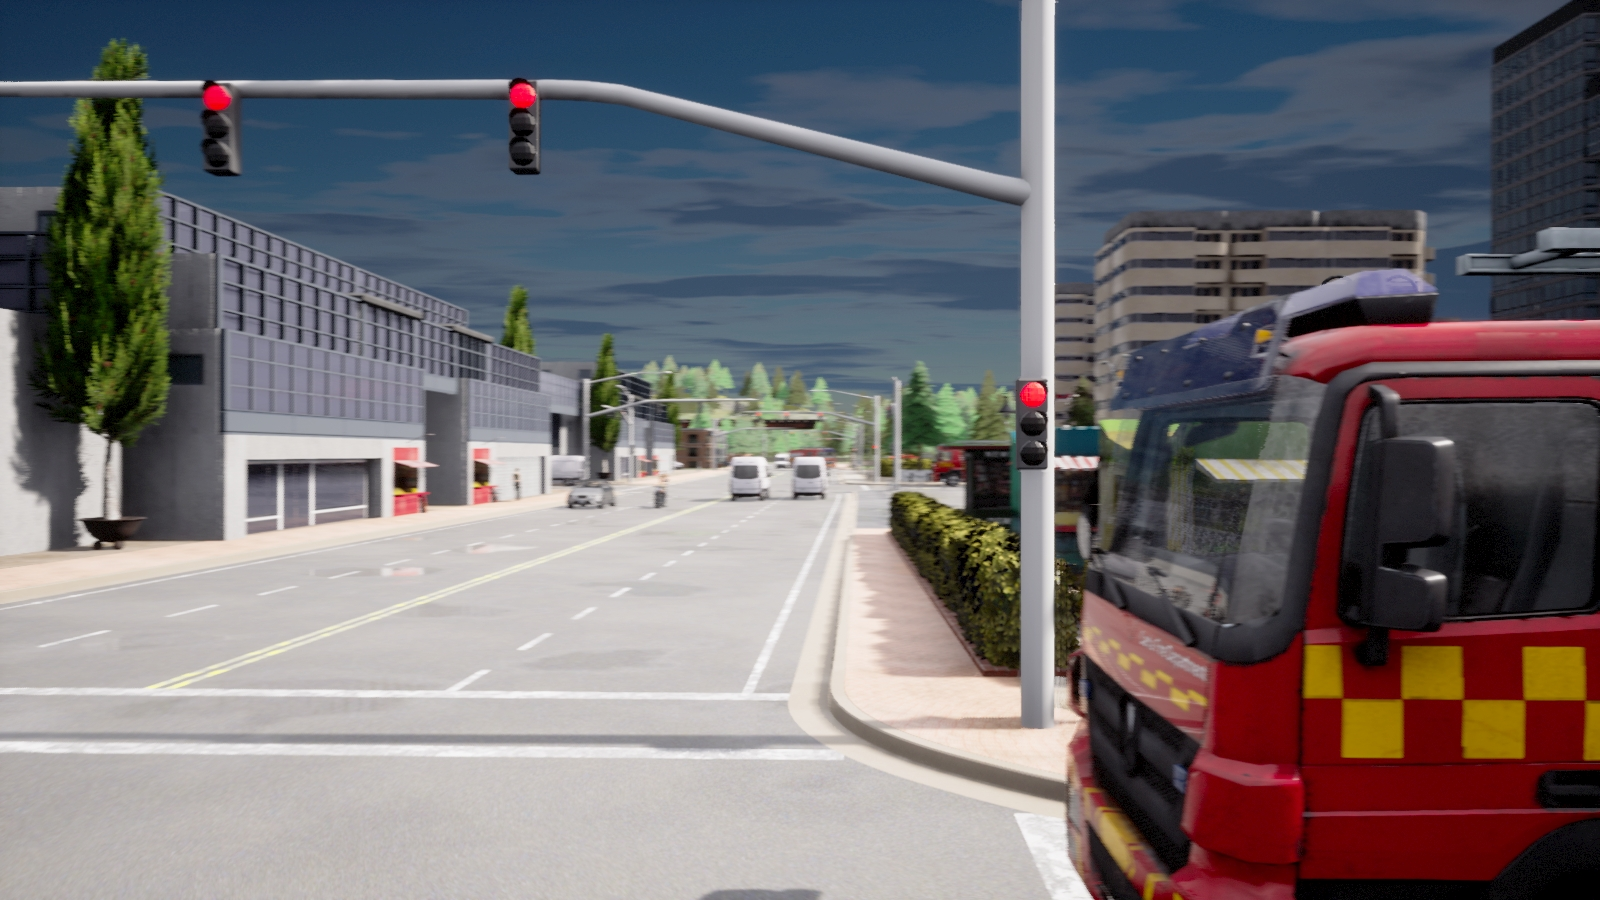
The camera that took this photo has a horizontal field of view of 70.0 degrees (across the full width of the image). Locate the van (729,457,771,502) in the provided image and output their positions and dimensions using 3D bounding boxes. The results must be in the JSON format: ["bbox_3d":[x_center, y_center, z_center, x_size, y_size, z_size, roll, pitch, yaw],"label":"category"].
[{"bbox_3d":[-2.955,1.714,68.474,1.988,2.561,5.915,0,0,3],"label":"van"}]

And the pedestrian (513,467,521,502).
[{"bbox_3d":[-15.227,1.849,61.416,0.375,1.860,0.375,0,0,-8],"label":"pedestrian"}]

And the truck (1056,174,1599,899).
[{"bbox_3d":[5.783,0.912,5.538,8.468,3.827,2.891,0,0,2],"label":"truck"}]

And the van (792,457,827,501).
[{"bbox_3d":[0.632,1.722,70.329,1.988,2.561,5.915,0,0,3],"label":"van"}]

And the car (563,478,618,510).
[{"bbox_3d":[-10.524,2.209,57.769,1.816,1.474,4.193,0,0,3],"label":"car"}]
